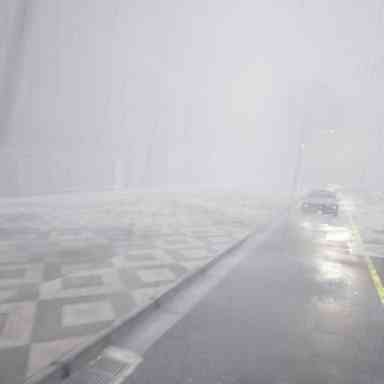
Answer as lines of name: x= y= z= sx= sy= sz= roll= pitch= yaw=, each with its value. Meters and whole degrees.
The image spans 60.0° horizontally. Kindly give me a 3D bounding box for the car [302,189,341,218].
car: x=7.604 y=0.545 z=19.501 sx=2.033 sy=1.411 sz=5.357 roll=3 pitch=4 yaw=23
